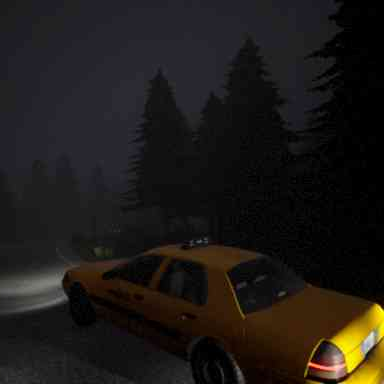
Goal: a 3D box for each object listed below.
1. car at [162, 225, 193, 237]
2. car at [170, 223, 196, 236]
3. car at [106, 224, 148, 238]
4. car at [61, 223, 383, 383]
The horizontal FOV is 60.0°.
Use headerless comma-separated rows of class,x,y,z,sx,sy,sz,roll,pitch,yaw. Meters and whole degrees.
car,-1.955,5.455,46.571,1.882,1.535,5.008,-5,-8,31
car,-1.415,6.201,54.818,2.150,2.045,5.566,-4,-8,24
car,-7.215,4.437,37.341,2.033,1.411,5.357,-4,-8,21
car,-0.129,1.432,5.005,5.366,1.575,1.801,0,1,44
